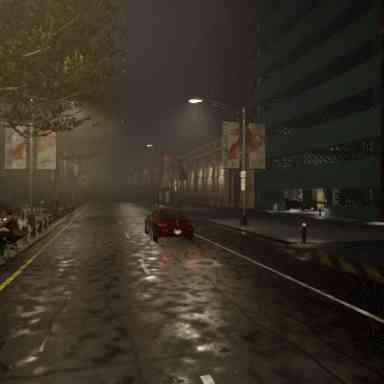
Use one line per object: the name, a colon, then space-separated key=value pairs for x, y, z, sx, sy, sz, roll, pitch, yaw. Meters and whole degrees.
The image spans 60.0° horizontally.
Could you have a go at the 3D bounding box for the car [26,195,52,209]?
car: x=-21.288 y=1.352 z=46.173 sx=2.097 sy=1.767 sz=4.553 roll=0 pitch=0 yaw=-15

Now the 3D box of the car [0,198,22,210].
car: x=-25.342 y=1.547 z=44.844 sx=2.033 sy=1.411 sz=5.357 roll=0 pitch=0 yaw=1

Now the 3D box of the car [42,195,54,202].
car: x=-32.713 y=1.478 z=75.730 sx=1.882 sy=1.535 sz=5.008 roll=0 pitch=0 yaw=-15

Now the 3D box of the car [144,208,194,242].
car: x=-1.209 y=1.525 z=16.337 sx=1.812 sy=1.442 sz=4.674 roll=0 pitch=0 yaw=-15

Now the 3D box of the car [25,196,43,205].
car: x=-28.735 y=1.546 z=60.807 sx=2.033 sy=1.411 sz=5.357 roll=0 pitch=0 yaw=-15

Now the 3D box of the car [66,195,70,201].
car: x=-29.399 y=1.478 z=76.883 sx=1.882 sy=1.535 sz=5.008 roll=0 pitch=0 yaw=-15

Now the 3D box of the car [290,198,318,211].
car: x=12.642 y=1.413 z=38.946 sx=2.161 sy=1.482 sz=4.786 roll=0 pitch=0 yaw=-15

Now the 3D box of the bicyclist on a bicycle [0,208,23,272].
bicyclist on a bicycle: x=-5.381 y=1.271 z=9.348 sx=1.656 sy=1.620 sz=0.582 roll=27 pitch=-7 yaw=-10

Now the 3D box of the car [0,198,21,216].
car: x=-17.060 y=1.563 z=30.334 sx=1.994 sy=1.385 sz=4.181 roll=0 pitch=0 yaw=-15

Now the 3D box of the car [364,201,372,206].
car: x=23.954 y=1.463 z=41.554 sx=1.895 sy=1.301 sz=4.718 roll=0 pitch=0 yaw=-15

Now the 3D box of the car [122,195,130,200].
car: x=-18.375 y=1.595 z=92.758 sx=1.895 sy=1.301 sz=4.718 roll=0 pitch=0 yaw=-15

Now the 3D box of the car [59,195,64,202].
car: x=-25.514 y=1.503 z=62.277 sx=1.837 sy=1.490 sz=4.892 roll=0 pitch=0 yaw=-14
